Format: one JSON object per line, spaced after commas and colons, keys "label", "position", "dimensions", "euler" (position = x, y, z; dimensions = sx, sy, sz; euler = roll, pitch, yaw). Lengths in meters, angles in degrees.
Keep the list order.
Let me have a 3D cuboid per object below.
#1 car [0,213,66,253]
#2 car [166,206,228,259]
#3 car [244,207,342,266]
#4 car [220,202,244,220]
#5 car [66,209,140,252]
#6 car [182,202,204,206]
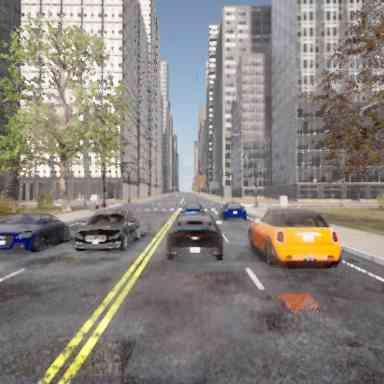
{"label": "car", "position": [-6.602, 1.558, 13.528], "dimensions": [1.994, 1.385, 4.181], "euler": [0, 0, 0]}
{"label": "car", "position": [0.095, 1.500, 12.464], "dimensions": [1.837, 1.490, 4.892], "euler": [0, 0, 0]}
{"label": "car", "position": [3.344, 1.349, 11.676], "dimensions": [2.097, 1.767, 4.553], "euler": [0, 0, 0]}
{"label": "car", "position": [3.342, 1.547, 27.629], "dimensions": [1.994, 1.385, 4.181], "euler": [0, 0, 0]}
{"label": "car", "position": [-3.352, 1.499, 13.950], "dimensions": [1.837, 1.490, 4.892], "euler": [0, 0, 0]}
{"label": "car", "position": [0.092, 1.547, 27.441], "dimensions": [1.994, 1.385, 4.181], "euler": [0, 0, 0]}
